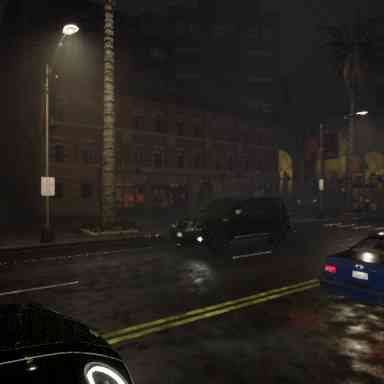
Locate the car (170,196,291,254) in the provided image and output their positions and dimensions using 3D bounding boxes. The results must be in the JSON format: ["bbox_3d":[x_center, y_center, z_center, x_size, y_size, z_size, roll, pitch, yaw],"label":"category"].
[{"bbox_3d":[1.782,1.221,13.919,5.566,2.045,2.150,0,0,-36],"label":"car"}]

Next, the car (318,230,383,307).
[{"bbox_3d":[5.077,1.547,7.460,5.357,1.411,2.033,0,0,-35],"label":"car"}]

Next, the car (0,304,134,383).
[{"bbox_3d":[-2.556,1.352,1.868,4.553,1.767,2.097,0,0,-36],"label":"car"}]
